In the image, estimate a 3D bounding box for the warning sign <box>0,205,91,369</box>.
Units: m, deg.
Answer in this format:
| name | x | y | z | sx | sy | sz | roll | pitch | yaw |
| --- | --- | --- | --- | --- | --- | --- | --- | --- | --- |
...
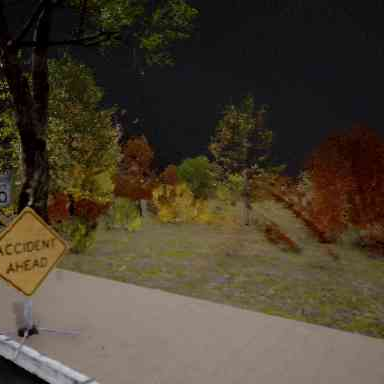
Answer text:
| name | x | y | z | sx | sy | sz | roll | pitch | yaw |
| --- | --- | --- | --- | --- | --- | --- | --- | --- | --- |
| warning sign | -2.329 | 1.142 | 4.722 | 1.060 | 1.860 | 1.300 | -1 | 0 | 35 |
